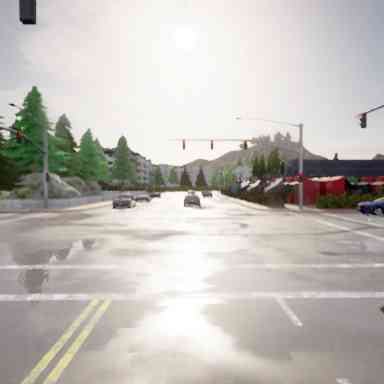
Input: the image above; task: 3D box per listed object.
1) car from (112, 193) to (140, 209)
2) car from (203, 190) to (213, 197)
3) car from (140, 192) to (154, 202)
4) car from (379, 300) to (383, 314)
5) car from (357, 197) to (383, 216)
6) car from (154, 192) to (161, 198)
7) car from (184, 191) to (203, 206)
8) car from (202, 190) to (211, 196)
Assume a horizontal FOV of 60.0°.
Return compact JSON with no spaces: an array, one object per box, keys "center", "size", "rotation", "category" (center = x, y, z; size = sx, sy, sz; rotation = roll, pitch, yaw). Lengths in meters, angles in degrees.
[{"center":[-7.199,0.927,35.687],"size":[1.837,1.490,4.892],"rotation":[0,1,1],"category":"car"},{"center":[3.341,0.461,70.236],"size":[1.895,1.301,4.718],"rotation":[0,1,0],"category":"car"},{"center":[-7.195,0.724,49.849],"size":[1.812,1.442,4.674],"rotation":[0,2,0],"category":"car"},{"center":[3.587,1.557,2.581],"size":[1.895,1.301,4.718],"rotation":[0,1,0],"category":"car"},{"center":[15.227,1.013,25.275],"size":[5.008,1.535,1.882],"rotation":[0,1,0],"category":"car"},{"center":[-7.162,0.558,64.717],"size":[1.895,1.301,4.718],"rotation":[0,1,0],"category":"car"},{"center":[0.008,0.912,40.406],"size":[1.994,1.385,4.181],"rotation":[0,1,0],"category":"car"},{"center":[3.321,0.203,79.142],"size":[1.895,1.301,4.718],"rotation":[0,1,0],"category":"car"}]
